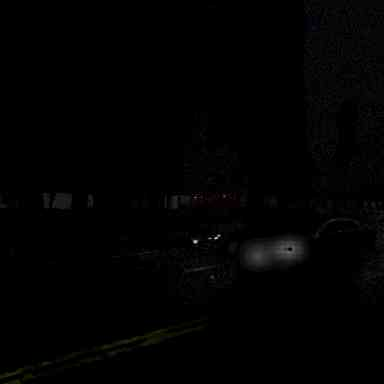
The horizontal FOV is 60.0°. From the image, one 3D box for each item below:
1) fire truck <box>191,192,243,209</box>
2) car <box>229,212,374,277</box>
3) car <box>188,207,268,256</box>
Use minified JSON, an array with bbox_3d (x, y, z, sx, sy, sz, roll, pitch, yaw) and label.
[{"bbox_3d":[4.259,2.026,55.987,8.468,3.827,2.891,-2,-1,9],"label":"fire truck"},{"bbox_3d":[3.776,1.494,10.370,4.902,1.511,2.128,0,0,-36],"label":"car"},{"bbox_3d":[2.092,1.508,13.161,4.892,1.490,1.837,0,0,-35],"label":"car"}]
